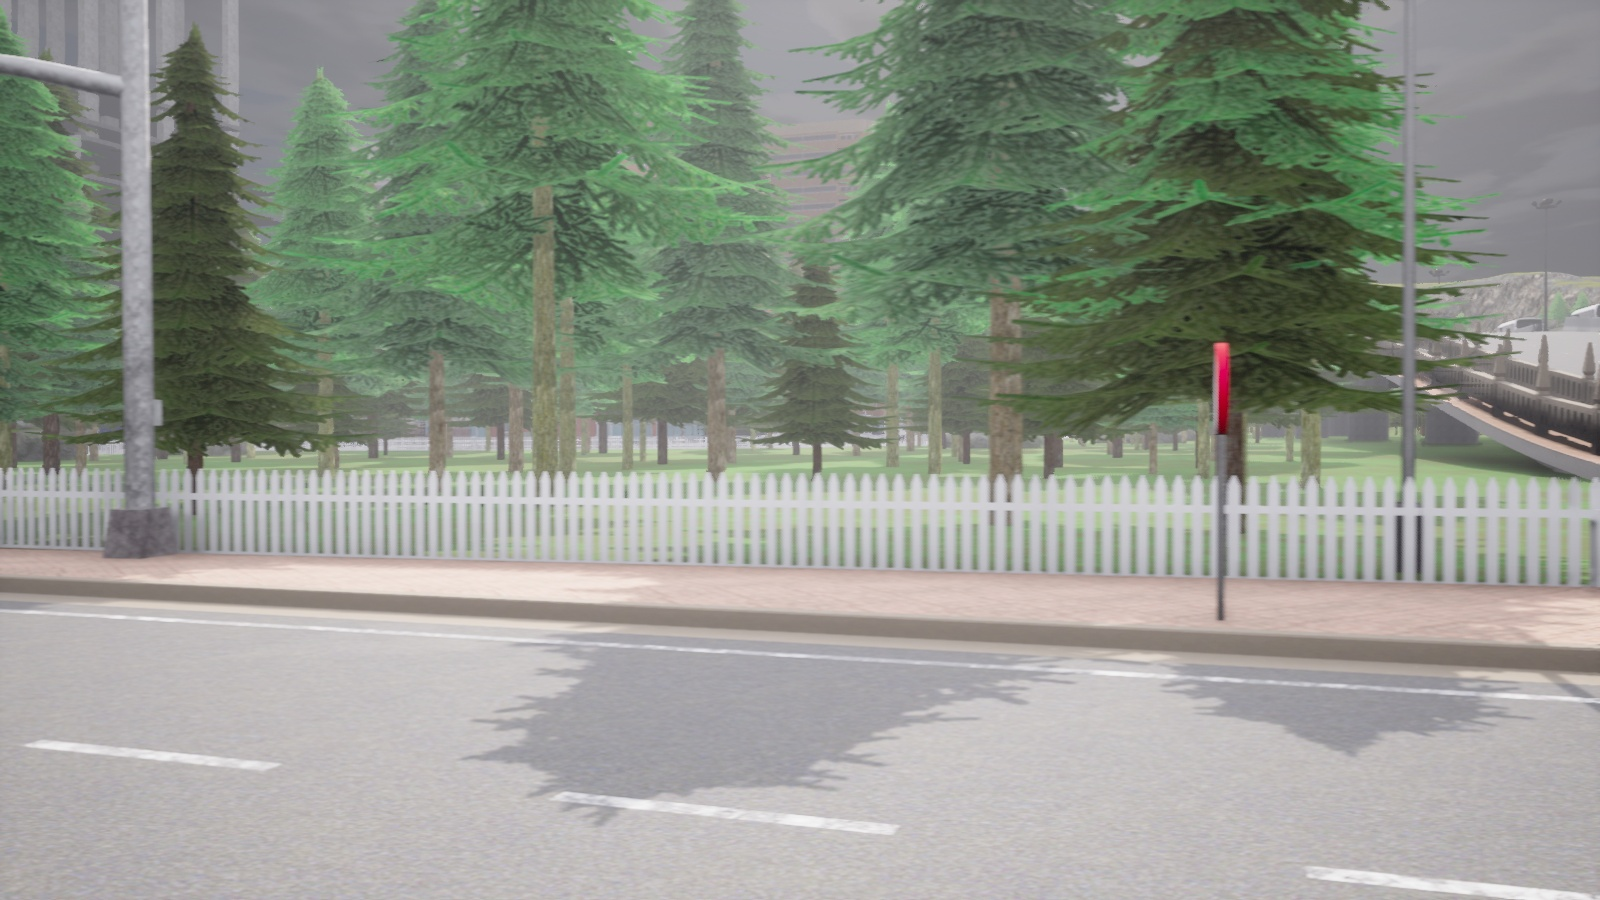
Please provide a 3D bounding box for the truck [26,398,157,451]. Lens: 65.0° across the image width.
[{"bbox_3d":[-48.043,-1.705,85.467,2.891,3.462,7.936,0,1,17],"label":"truck"}]
